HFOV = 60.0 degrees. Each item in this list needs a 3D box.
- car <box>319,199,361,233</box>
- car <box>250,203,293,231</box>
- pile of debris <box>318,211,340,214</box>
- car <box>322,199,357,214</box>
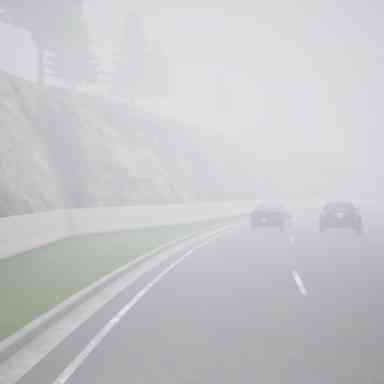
[{"bbox_3d":[8.756,1.303,19.612,2.097,1.767,4.553,1,0,25],"label":"car"},{"bbox_3d":[4.974,1.402,20.434,1.882,1.535,5.008,0,0,24],"label":"car"},{"bbox_3d":[14.049,2.084,34.036,1.500,0.140,1.860,1,0,43],"label":"pile of debris"},{"bbox_3d":[15.847,1.472,35.598,4.181,1.385,1.994,0,0,-45],"label":"car"}]
